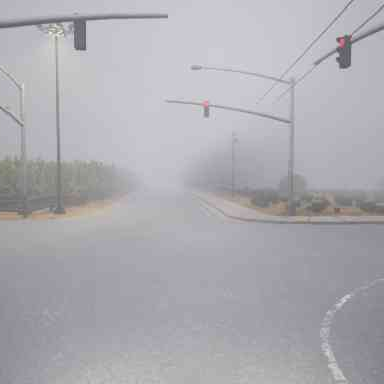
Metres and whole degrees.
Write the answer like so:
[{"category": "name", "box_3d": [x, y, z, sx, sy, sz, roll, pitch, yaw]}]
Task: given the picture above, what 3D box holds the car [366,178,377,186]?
[{"category": "car", "box_3d": [42.115, -2.324, 77.651, 1.905, 1.878, 3.866, 10, 10, 41]}]
